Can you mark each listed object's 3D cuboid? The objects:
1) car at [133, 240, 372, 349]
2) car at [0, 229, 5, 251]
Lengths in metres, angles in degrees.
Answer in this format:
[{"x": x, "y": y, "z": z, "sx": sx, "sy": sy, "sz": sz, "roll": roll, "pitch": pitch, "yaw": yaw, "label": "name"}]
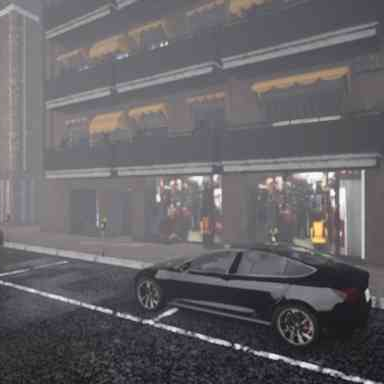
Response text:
[{"x": 0.881, "y": 1.568, "z": 6.108, "sx": 4.313, "sy": 1.339, "sz": 1.947, "roll": 0, "pitch": 0, "yaw": 33, "label": "car"}, {"x": -8.632, "y": 1.558, "z": 12.201, "sx": 4.403, "sy": 1.369, "sz": 2.008, "roll": 0, "pitch": 0, "yaw": 33, "label": "car"}]
